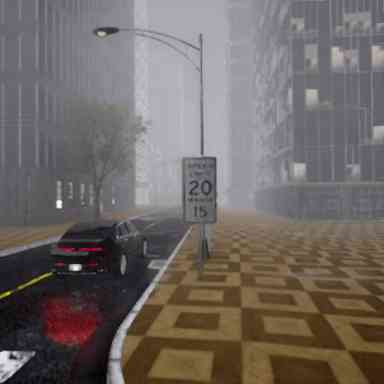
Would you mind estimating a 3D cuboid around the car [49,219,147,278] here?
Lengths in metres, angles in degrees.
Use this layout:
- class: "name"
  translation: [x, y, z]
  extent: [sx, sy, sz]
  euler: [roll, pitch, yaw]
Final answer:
- class: "car"
  translation: [-2.688, 1.610, 10.495]
  extent: [1.837, 1.490, 4.892]
  euler: [-1, -1, 4]
